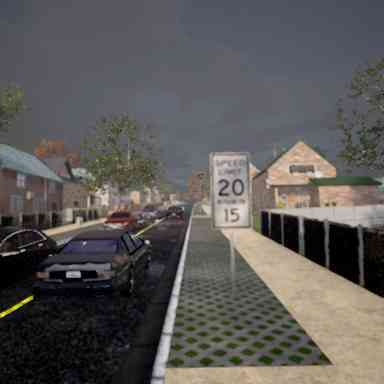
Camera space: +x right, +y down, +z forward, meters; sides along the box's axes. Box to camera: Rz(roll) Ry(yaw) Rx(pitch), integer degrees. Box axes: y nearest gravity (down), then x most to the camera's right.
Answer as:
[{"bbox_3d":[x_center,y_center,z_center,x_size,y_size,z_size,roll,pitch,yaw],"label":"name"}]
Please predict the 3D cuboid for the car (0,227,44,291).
[{"bbox_3d":[-5.173,1.726,8.551,1.837,1.490,4.892,-1,-1,2],"label":"car"}]

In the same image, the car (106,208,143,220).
[{"bbox_3d":[-5.007,2.112,23.751,1.812,1.442,4.674,-1,-1,1],"label":"car"}]

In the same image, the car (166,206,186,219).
[{"bbox_3d":[-1.978,2.369,39.201,1.882,1.535,5.008,-1,-1,1],"label":"car"}]

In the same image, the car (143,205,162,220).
[{"bbox_3d":[-4.824,2.306,39.273,2.097,1.767,4.553,-1,-1,1],"label":"car"}]

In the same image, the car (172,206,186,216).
[{"bbox_3d":[-1.924,2.736,49.647,1.895,1.301,4.718,-1,-1,1],"label":"car"}]

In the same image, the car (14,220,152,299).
[{"bbox_3d":[-2.289,1.718,8.987,2.033,1.411,5.357,-1,-1,0],"label":"car"}]
